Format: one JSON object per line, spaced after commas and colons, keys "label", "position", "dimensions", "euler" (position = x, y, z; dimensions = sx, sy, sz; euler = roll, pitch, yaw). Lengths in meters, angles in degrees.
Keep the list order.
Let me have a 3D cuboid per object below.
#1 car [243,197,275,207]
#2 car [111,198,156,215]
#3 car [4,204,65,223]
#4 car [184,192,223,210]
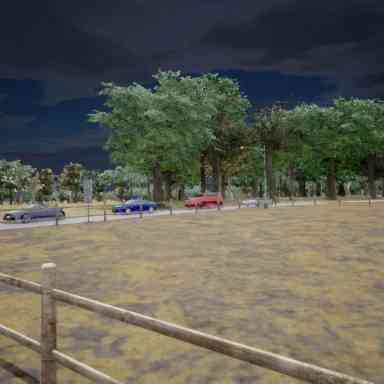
{"label": "car", "position": [9.133, 1.336, 44.879], "dimensions": [4.718, 1.301, 1.895], "euler": [-1, -1, -41]}
{"label": "car", "position": [-5.760, 1.431, 33.334], "dimensions": [1.882, 1.535, 5.008], "euler": [-2, -1, 39]}
{"label": "car", "position": [-11.812, 1.570, 25.186], "dimensions": [1.994, 1.385, 4.181], "euler": [-2, -1, 36]}
{"label": "car", "position": [1.497, 1.100, 41.671], "dimensions": [2.150, 2.045, 5.566], "euler": [-2, -1, 45]}
